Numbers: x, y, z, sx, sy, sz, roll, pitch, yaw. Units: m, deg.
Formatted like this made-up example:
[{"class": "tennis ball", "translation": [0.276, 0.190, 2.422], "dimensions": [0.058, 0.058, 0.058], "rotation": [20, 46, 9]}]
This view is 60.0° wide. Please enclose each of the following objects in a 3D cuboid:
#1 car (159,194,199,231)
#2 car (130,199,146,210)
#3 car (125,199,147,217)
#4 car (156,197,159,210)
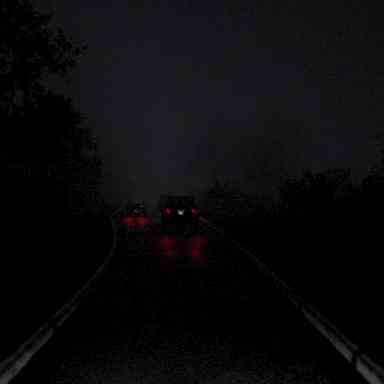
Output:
[{"class": "car", "translation": [-0.816, 1.236, 21.052], "dimensions": [2.150, 2.045, 5.566], "rotation": [0, 0, -4]}, {"class": "car", "translation": [-7.124, 1.625, 44.051], "dimensions": [1.895, 1.301, 4.718], "rotation": [0, 0, -9]}, {"class": "car", "translation": [-5.376, 1.510, 32.151], "dimensions": [2.128, 1.511, 4.902], "rotation": [0, 0, -9]}, {"class": "car", "translation": [-3.154, 1.246, 41.254], "dimensions": [2.150, 2.045, 5.566], "rotation": [0, 0, -9]}]
